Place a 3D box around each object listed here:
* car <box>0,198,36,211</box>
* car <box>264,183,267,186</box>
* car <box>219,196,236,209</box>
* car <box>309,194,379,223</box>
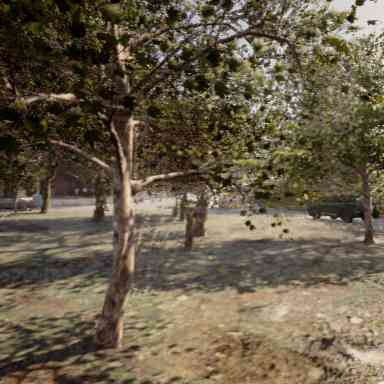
[{"bbox_3d":[-20.166,1.388,36.708,5.357,1.411,2.033,0,0,-32],"label":"car"},{"bbox_3d":[19.178,-1.574,88.154,2.097,1.767,4.553,0,4,18],"label":"car"},{"bbox_3d":[4.677,1.193,43.136,2.097,1.767,4.553,0,1,-1],"label":"car"},{"bbox_3d":[11.392,1.198,25.390,2.150,2.045,5.566,0,0,-19],"label":"car"}]
